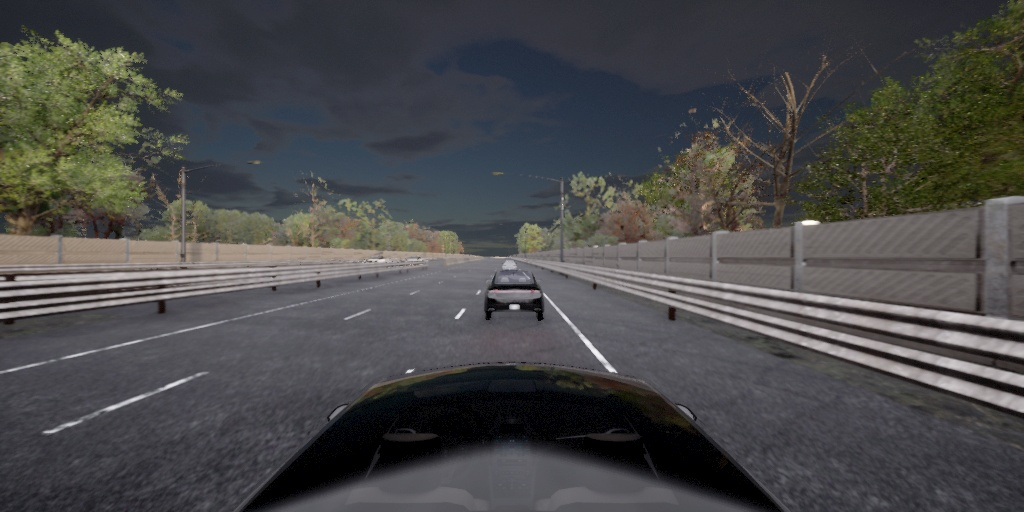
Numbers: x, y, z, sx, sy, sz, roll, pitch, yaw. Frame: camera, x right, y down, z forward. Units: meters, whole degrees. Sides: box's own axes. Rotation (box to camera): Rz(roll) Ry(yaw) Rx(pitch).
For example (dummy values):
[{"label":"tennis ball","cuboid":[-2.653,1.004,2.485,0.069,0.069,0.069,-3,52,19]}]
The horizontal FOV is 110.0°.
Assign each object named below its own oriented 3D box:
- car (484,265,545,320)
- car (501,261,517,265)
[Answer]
[{"label":"car","cuboid":[0.060,1.243,12.644,2.128,1.511,4.902,0,0,0]},{"label":"car","cuboid":[-0.318,1.285,44.633,1.812,1.442,4.674,0,0,-1]}]
